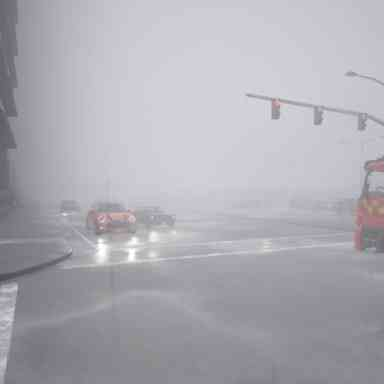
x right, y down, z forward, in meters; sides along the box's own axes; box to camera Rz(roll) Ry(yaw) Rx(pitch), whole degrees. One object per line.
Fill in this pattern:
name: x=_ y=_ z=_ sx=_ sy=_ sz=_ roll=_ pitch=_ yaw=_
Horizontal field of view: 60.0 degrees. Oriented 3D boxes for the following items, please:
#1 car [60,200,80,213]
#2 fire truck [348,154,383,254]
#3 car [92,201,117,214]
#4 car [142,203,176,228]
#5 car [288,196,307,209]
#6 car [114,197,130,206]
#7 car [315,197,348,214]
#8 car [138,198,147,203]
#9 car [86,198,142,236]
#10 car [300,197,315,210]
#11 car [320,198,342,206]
car: x=-14.154 y=1.612 z=38.403 sx=2.033 sy=1.411 sz=5.357 roll=1 pitch=0 yaw=-26
fire truck: x=8.558 y=0.444 z=8.117 sx=2.891 sy=3.827 sz=8.468 roll=1 pitch=0 yaw=-26
car: x=-10.080 y=1.696 z=38.020 sx=1.895 sy=1.301 sz=4.718 roll=1 pitch=0 yaw=-26
car: x=-2.762 y=1.669 z=22.936 sx=1.895 sy=1.301 sz=4.718 roll=1 pitch=0 yaw=-26
car: x=16.491 y=1.582 z=49.412 sx=4.605 sy=1.855 sz=1.932 roll=1 pitch=0 yaw=-26
car: x=-12.492 y=1.723 z=59.222 sx=1.812 sy=1.442 sz=4.674 roll=1 pitch=0 yaw=-26
car: x=18.935 y=1.815 z=44.397 sx=3.806 sy=1.475 sz=1.970 roll=1 pitch=0 yaw=-26
car: x=-8.133 y=1.707 z=50.362 sx=1.812 sy=1.442 sz=4.674 roll=1 pitch=0 yaw=-25
car: x=-4.646 y=1.383 z=18.802 sx=2.097 sy=1.767 sz=4.553 roll=1 pitch=-1 yaw=-26
car: x=17.690 y=1.789 z=47.010 sx=3.905 sy=1.438 sz=1.784 roll=1 pitch=0 yaw=-26
car: x=26.503 y=1.954 z=63.547 sx=3.905 sy=1.438 sz=1.784 roll=1 pitch=0 yaw=-26
